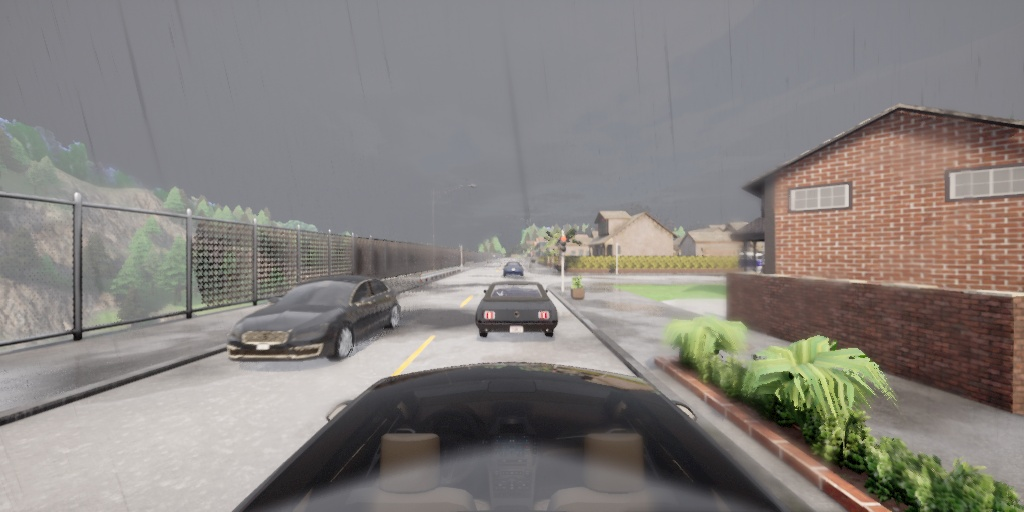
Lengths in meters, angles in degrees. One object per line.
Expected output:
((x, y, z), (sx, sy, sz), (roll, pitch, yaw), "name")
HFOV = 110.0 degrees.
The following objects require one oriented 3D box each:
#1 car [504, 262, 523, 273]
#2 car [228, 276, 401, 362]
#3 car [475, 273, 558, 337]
((0.138, 1.289, 37.160), (1.994, 1.385, 4.181), (0, 0, 0), "car")
((-4.068, 1.251, 8.308), (1.837, 1.490, 4.892), (0, 0, 0), "car")
((0.109, 1.345, 10.205), (1.895, 1.301, 4.718), (0, 0, 0), "car")
